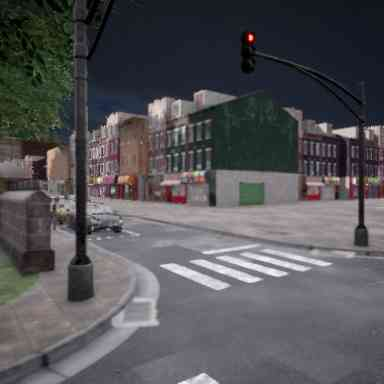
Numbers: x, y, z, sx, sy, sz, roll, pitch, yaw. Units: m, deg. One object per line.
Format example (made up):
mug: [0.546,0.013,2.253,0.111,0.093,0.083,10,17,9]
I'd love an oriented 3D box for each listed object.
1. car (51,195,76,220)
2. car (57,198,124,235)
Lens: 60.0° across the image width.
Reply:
car: [-5.950,1.116,17.744,1.752,1.417,4.829,1,0,-36]
car: [-4.778,1.185,16.157,2.008,1.369,4.403,1,0,-36]
